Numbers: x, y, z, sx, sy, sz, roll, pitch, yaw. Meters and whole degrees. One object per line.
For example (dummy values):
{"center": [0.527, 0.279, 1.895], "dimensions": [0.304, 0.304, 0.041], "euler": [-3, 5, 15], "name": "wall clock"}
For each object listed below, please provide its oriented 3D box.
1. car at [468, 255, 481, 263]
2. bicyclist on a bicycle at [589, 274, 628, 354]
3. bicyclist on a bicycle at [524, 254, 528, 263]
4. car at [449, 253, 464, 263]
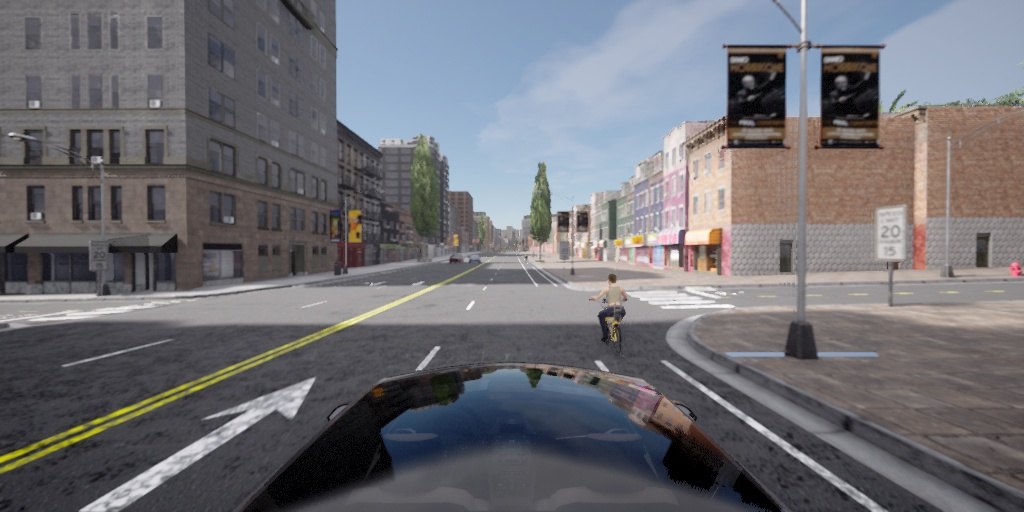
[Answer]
{"center": [-6.498, 0.526, 63.065], "dimensions": [1.812, 1.442, 4.674], "euler": [0, 1, 0], "name": "car"}
{"center": [2.154, 1.185, 7.801], "dimensions": [0.866, 1.612, 1.509], "euler": [0, 0, 0], "name": "bicyclist on a bicycle"}
{"center": [2.251, 0.483, 57.706], "dimensions": [0.659, 1.776, 1.843], "euler": [0, 1, 0], "name": "bicyclist on a bicycle"}
{"center": [-9.748, 0.352, 63.092], "dimensions": [2.097, 1.767, 4.553], "euler": [0, 1, 0], "name": "car"}
